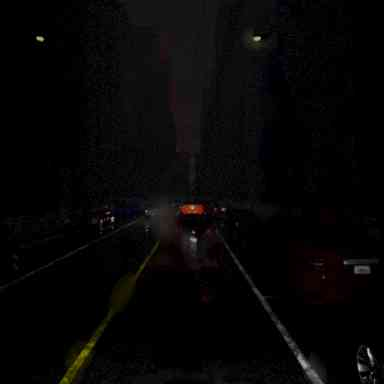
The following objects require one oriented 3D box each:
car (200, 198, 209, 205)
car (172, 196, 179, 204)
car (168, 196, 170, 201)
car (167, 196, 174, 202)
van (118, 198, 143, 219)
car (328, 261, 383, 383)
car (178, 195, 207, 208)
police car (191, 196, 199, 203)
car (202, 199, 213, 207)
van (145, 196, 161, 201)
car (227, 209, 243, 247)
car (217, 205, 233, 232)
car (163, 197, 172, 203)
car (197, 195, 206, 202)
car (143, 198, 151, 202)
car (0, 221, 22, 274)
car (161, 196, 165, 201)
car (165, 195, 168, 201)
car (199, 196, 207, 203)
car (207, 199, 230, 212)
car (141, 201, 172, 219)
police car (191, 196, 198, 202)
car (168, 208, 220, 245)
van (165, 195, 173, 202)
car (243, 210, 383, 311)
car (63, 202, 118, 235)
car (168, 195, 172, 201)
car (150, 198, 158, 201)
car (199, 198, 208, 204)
[{"bbox_3d":[2.641,1.904,69.756,1.802,1.307,4.206,0,0,0],"label":"car"},{"bbox_3d":[-3.121,1.885,70.657,1.895,1.301,4.718,0,0,0],"label":"car"},{"bbox_3d":[-5.875,1.859,64.100,1.947,1.339,4.313,0,0,0],"label":"car"},{"bbox_3d":[-5.923,1.963,92.113,1.752,1.417,4.829,0,0,0],"label":"car"},{"bbox_3d":[-5.818,1.474,30.282,1.690,1.788,3.998,0,0,0],"label":"van"},{"bbox_3d":[2.756,1.576,2.122,1.947,1.339,4.313,0,0,0],"label":"car"},{"bbox_3d":[0.041,1.495,32.406,2.097,1.767,4.553,0,0,0],"label":"car"},{"bbox_3d":[0.759,1.811,82.390,1.930,1.638,5.238,0,0,0],"label":"police car"},{"bbox_3d":[2.660,1.849,58.484,1.802,1.307,4.206,0,0,0],"label":"car"},{"bbox_3d":[-5.847,1.552,47.191,1.690,1.788,3.998,0,0,0],"label":"van"},{"bbox_3d":[2.737,1.604,13.395,1.887,1.381,4.507,0,0,0],"label":"car"},{"bbox_3d":[2.727,1.650,19.031,1.947,1.339,4.313,0,0,0],"label":"car"},{"bbox_3d":[-5.904,1.960,81.010,1.802,1.307,4.206,0,0,0],"label":"car"},{"bbox_3d":[2.600,1.755,92.302,2.192,1.841,5.009,0,0,0],"label":"car"},{"bbox_3d":[-5.826,1.683,35.748,1.752,1.417,4.829,0,0,0],"label":"car"},{"bbox_3d":[-5.779,1.474,7.735,1.967,1.590,4.097,0,0,0],"label":"car"},{"bbox_3d":[-5.856,1.679,52.827,1.967,1.590,4.097,0,0,0],"label":"car"},{"bbox_3d":[-5.866,1.581,58.465,2.192,1.841,5.009,0,0,0],"label":"car"},{"bbox_3d":[2.621,1.819,81.030,1.967,1.590,4.097,0,0,0],"label":"car"},{"bbox_3d":[2.708,1.574,30.303,1.967,1.590,4.097,0,0,0],"label":"car"},{"bbox_3d":[-3.151,1.734,30.272,1.895,1.301,4.718,0,0,0],"label":"car"},{"bbox_3d":[0.710,1.865,92.390,1.930,1.638,5.238,0,0,0],"label":"police car"},{"bbox_3d":[0.070,1.670,15.784,1.895,1.301,4.718,0,0,0],"label":"car"},{"bbox_3d":[-5.914,1.749,86.647,1.690,1.788,3.998,0,0,0],"label":"van"},{"bbox_3d":[2.746,1.350,7.759,2.192,1.841,5.009,0,0,0],"label":"car"},{"bbox_3d":[-5.798,1.523,19.008,1.967,1.590,4.097,0,0,0],"label":"car"},{"bbox_3d":[-5.884,1.886,69.736,1.947,1.339,4.313,0,0,0],"label":"car"},{"bbox_3d":[-5.836,1.735,41.553,2.008,1.369,4.403,0,0,0],"label":"car"},{"bbox_3d":[2.631,1.932,75.393,1.802,1.307,4.206,0,0,0],"label":"car"}]
